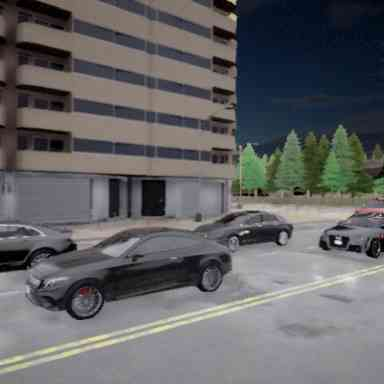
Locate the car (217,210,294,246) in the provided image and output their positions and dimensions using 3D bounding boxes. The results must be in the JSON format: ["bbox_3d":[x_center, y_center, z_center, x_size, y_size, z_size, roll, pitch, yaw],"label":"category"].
[{"bbox_3d":[2.279,1.573,14.186,4.892,1.490,1.837,0,0,-35],"label":"car"}]

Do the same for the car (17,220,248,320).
[{"bbox_3d":[-1.120,1.548,7.483,4.674,1.442,1.812,1,0,-36],"label":"car"}]

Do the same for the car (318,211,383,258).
[{"bbox_3d":[6.914,1.654,13.188,4.181,1.385,1.994,1,0,-35],"label":"car"}]

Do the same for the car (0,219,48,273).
[{"bbox_3d":[-5.529,1.495,8.642,4.902,1.511,2.128,1,0,-35],"label":"car"}]

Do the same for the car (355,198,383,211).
[{"bbox_3d":[12.602,1.415,21.463,5.566,2.045,2.150,0,0,-36],"label":"car"}]
